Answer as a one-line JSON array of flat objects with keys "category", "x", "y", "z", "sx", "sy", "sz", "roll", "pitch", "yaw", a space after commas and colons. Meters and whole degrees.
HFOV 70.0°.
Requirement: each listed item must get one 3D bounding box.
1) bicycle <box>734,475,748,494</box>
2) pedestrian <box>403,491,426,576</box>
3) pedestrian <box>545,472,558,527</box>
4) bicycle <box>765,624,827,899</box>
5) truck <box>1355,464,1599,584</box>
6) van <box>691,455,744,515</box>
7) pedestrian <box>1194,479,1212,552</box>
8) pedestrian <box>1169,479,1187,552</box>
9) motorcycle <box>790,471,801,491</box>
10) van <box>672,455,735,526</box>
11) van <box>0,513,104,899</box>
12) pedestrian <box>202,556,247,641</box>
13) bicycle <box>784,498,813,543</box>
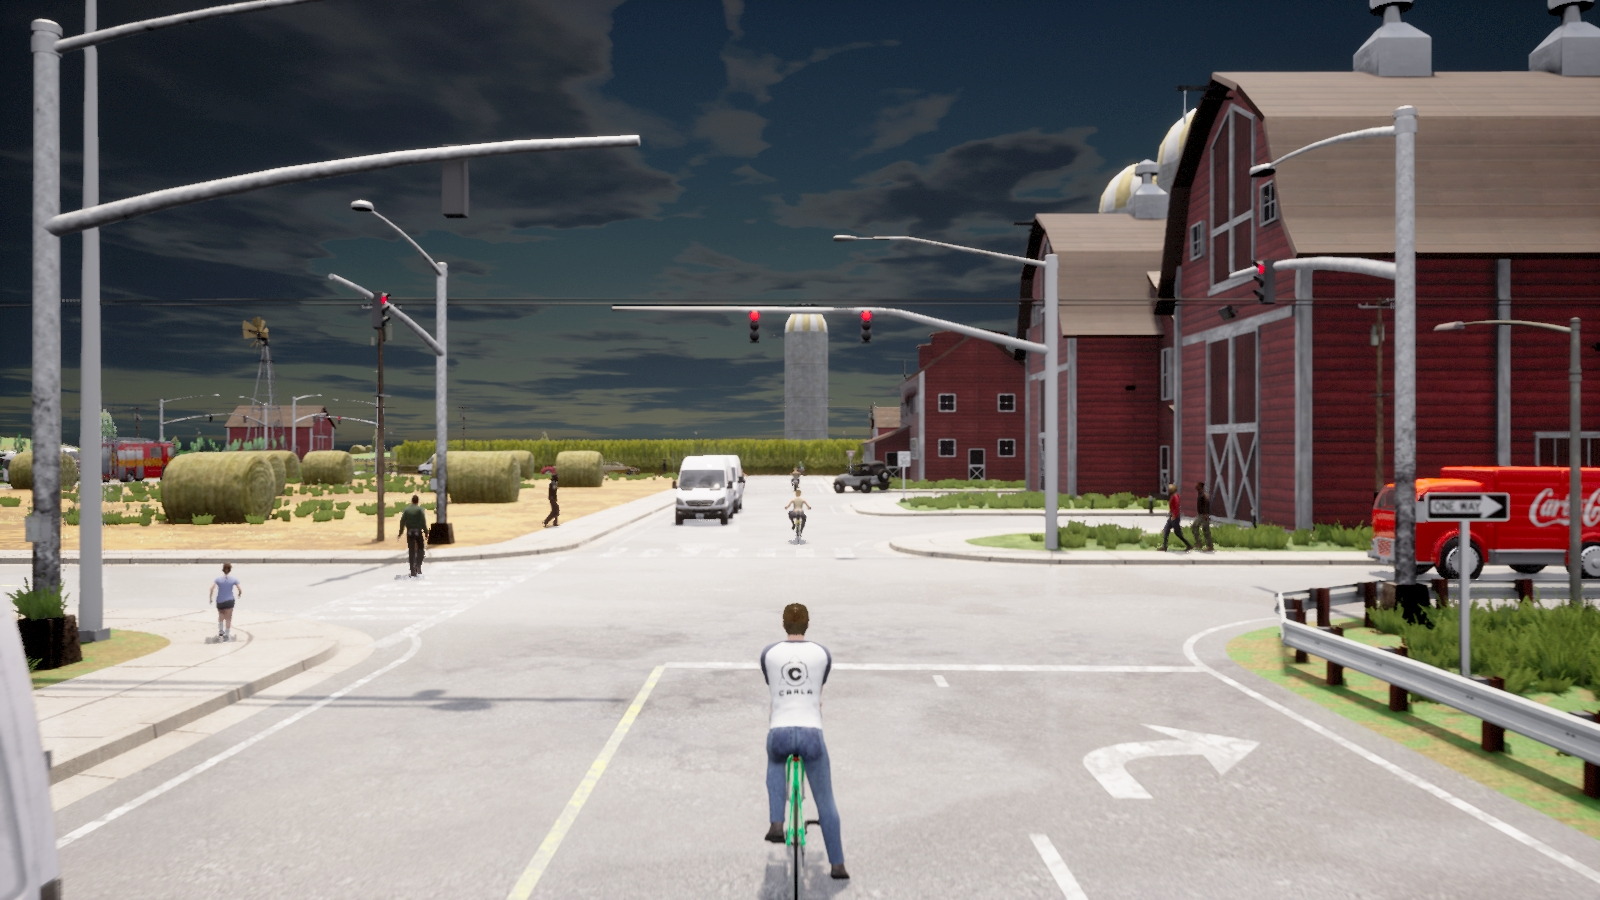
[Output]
[{"category": "bicycle", "x": -3.768, "y": 2.178, "z": 72.968, "sx": 0.859, "sy": 1.176, "sz": 1.487, "roll": 0, "pitch": 0, "yaw": 0}, {"category": "pedestrian", "x": -8.517, "y": 1.844, "z": 25.278, "sx": 0.375, "sy": 1.860, "sz": 0.375, "roll": 0, "pitch": 0, "yaw": 1}, {"category": "pedestrian", "x": -8.452, "y": 1.668, "z": 38.886, "sx": 0.375, "sy": 1.860, "sz": 0.375, "roll": 0, "pitch": 0, "yaw": -23}, {"category": "bicycle", "x": -0.028, "y": 2.029, "z": 7.624, "sx": 0.373, "sy": 1.496, "sz": 1.643, "roll": 0, "pitch": 0, "yaw": 0}, {"category": "truck", "x": 15.451, "y": 1.568, "z": 25.147, "sx": 5.204, "sy": 2.467, "sz": 2.627, "roll": 0, "pitch": 0, "yaw": 0}, {"category": "van", "x": -3.707, "y": 1.506, "z": 52.301, "sx": 1.988, "sy": 2.561, "sz": 5.915, "roll": 0, "pitch": 0, "yaw": 0}, {"category": "pedestrian", "x": 10.476, "y": 1.695, "z": 29.686, "sx": 0.375, "sy": 1.860, "sz": 0.375, "roll": 0, "pitch": 0, "yaw": 6}, {"category": "pedestrian", "x": 9.796, "y": 1.695, "z": 29.638, "sx": 0.375, "sy": 1.860, "sz": 0.375, "roll": 0, "pitch": 0, "yaw": 7}, {"category": "motorcycle", "x": -0.308, "y": 2.125, "z": 77.645, "sx": 0.764, "sy": 1.307, "sz": 2.356, "roll": 0, "pitch": 0, "yaw": 0}, {"category": "van", "x": -3.675, "y": 1.503, "z": 44.578, "sx": 1.988, "sy": 2.561, "sz": 5.915, "roll": 0, "pitch": 0, "yaw": 0}, {"category": "van", "x": -3.506, "y": 1.508, "z": 1.181, "sx": 1.988, "sy": 2.561, "sz": 5.915, "roll": 0, "pitch": 0, "yaw": 0}, {"category": "pedestrian", "x": -8.008, "y": 2.051, "z": 15.912, "sx": 0.500, "sy": 1.100, "sz": 0.500, "roll": 0, "pitch": 0, "yaw": -19}, {"category": "bicycle", "x": -0.058, "y": 2.130, "z": 34.799, "sx": 0.859, "sy": 1.276, "sz": 1.487, "roll": 0, "pitch": 0, "yaw": -1}]
